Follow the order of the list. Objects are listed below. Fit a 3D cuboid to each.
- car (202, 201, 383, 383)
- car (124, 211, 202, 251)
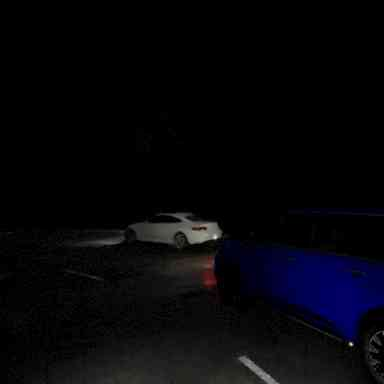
[{"bbox_3d":[2.405,1.161,5.205,2.150,2.045,5.566,-1,0,-24],"label":"car"},{"bbox_3d":[-0.915,1.560,14.285,4.674,1.442,1.812,-2,0,38],"label":"car"}]
